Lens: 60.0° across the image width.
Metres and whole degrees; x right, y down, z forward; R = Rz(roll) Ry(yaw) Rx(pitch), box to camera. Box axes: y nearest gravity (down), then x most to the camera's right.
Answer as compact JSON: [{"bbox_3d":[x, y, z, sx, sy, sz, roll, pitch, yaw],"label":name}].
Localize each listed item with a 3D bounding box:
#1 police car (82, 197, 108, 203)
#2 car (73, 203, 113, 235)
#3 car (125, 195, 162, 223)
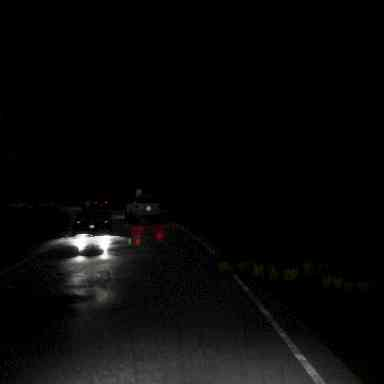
[{"bbox_3d":[-12.940,1.518,43.803,2.038,1.542,4.974,0,0,-40],"label":"police car"},{"bbox_3d":[-5.542,1.570,18.959,1.994,1.385,4.181,0,0,-13],"label":"car"},{"bbox_3d":[-3.889,1.223,25.949,2.150,2.045,5.566,0,0,-18],"label":"car"}]
